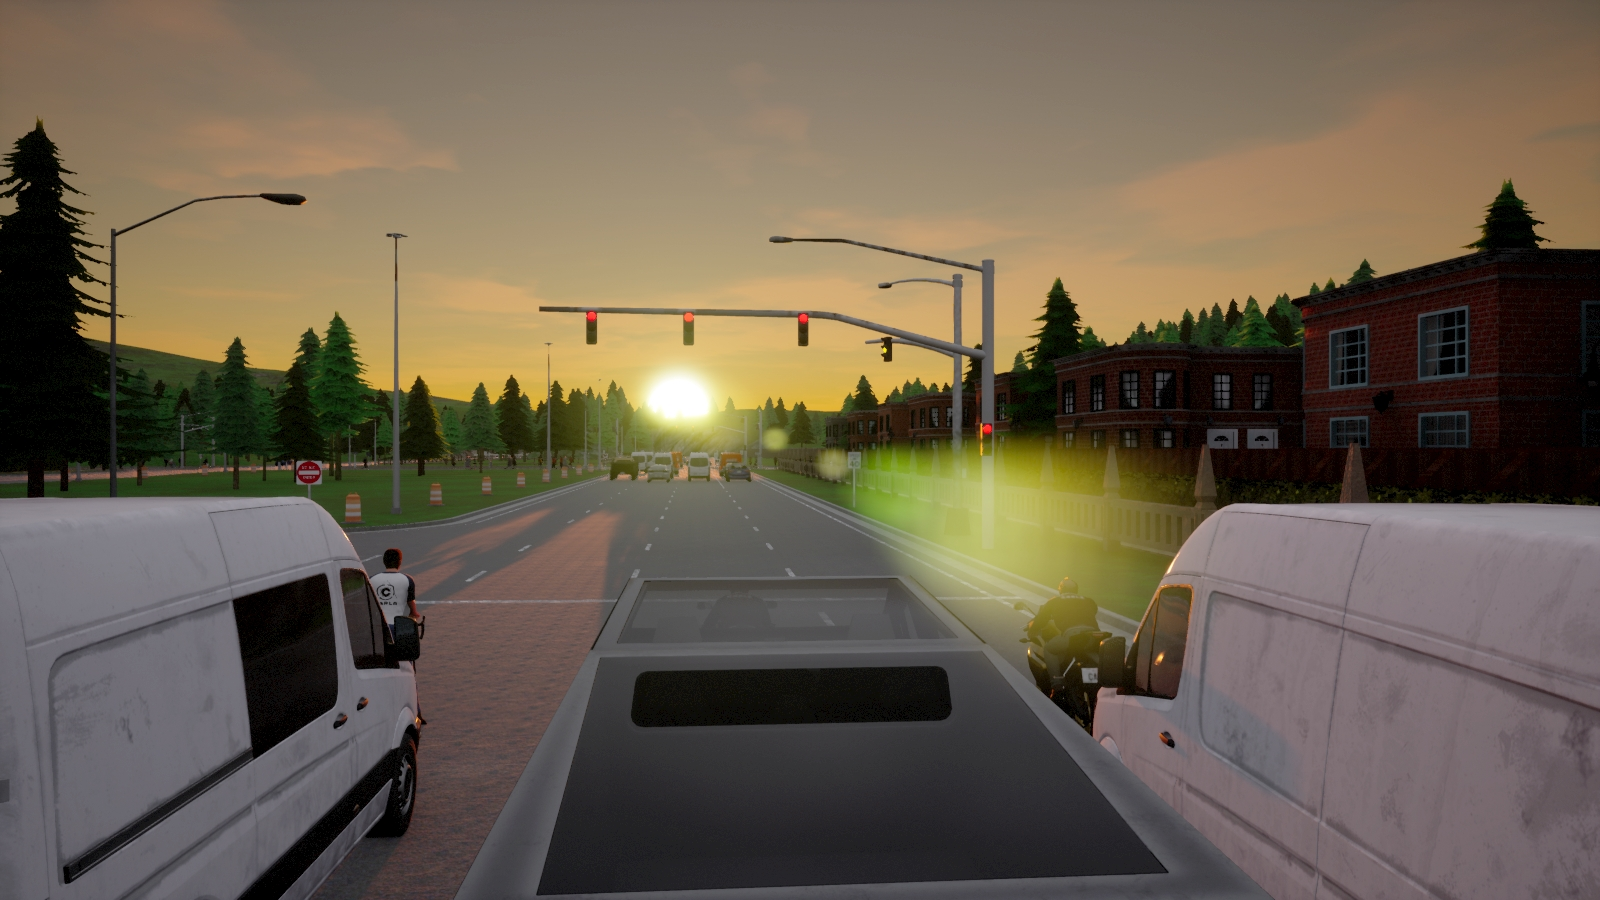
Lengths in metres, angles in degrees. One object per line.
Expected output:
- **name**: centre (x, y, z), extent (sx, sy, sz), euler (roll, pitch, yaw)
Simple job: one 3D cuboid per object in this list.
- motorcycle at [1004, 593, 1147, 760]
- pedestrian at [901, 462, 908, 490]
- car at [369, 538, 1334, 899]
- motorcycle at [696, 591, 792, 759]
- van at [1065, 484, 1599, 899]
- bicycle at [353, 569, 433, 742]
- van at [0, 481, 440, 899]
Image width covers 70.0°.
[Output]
- **motorcycle**: centre (2.714, 2.205, 11.543), extent (0.867, 1.251, 2.209), euler (0, 0, -2)
- **pedestrian**: centre (6.829, 1.698, 74.663), extent (0.375, 1.860, 0.375), euler (0, 0, -5)
- **car**: centre (-0.117, 1.754, 5.929), extent (2.390, 2.098, 6.274), euler (0, 0, -5)
- **motorcycle**: centre (-0.613, 2.205, 11.622), extent (0.867, 1.251, 2.209), euler (0, 0, -6)
- **van**: centre (3.020, 1.534, 5.590), extent (1.988, 2.561, 5.915), euler (0, 0, -1)
- **bicycle**: centre (-4.173, 2.056, 11.794), extent (0.373, 1.496, 1.643), euler (0, 0, -5)
- **van**: centre (-3.677, 1.534, 6.378), extent (1.988, 2.561, 5.915), euler (0, 0, -5)
